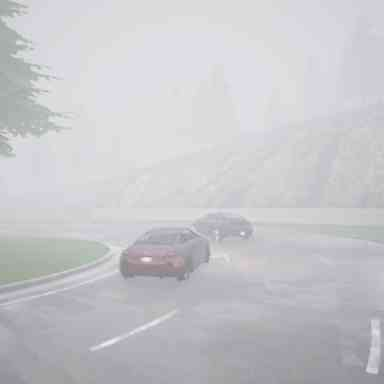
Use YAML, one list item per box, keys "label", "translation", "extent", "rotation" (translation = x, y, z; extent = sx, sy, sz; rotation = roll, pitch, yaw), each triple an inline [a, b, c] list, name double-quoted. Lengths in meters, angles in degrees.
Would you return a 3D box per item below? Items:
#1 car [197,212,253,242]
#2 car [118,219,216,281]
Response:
- label: "car"
  translation: [1.522, 1.893, 18.921]
  extent: [1.837, 1.490, 4.892]
  rotation: [2, -2, -25]
- label: "car"
  translation: [-0.691, 1.814, 10.827]
  extent: [1.994, 1.385, 4.181]
  rotation: [-1, -1, 15]
